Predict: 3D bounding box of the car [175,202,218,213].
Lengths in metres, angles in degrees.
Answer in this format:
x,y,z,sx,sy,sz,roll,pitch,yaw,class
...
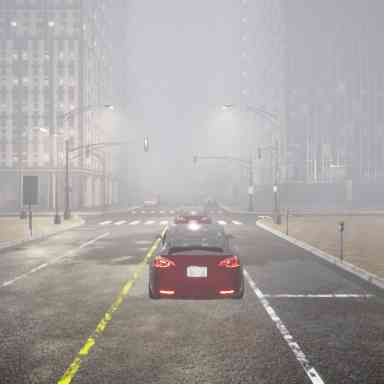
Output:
x,y,z,sx,sy,sz,roll,pitch,yaw,class
0.040,1.497,18.411,2.163,1.488,4.792,0,0,0,car

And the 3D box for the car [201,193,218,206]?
x,y,z,sx,sy,sz,roll,pitch,yaw,class
2.689,1.400,48.177,1.967,1.590,4.097,0,0,0,car

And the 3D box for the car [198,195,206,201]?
x,y,z,sx,sy,sz,roll,pitch,yaw,class
2.465,1.422,82.227,1.887,1.381,4.507,0,0,0,car

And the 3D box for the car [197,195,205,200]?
x,y,z,sx,sy,sz,roll,pitch,yaw,class
2.449,1.410,87.901,2.008,1.369,4.403,0,0,0,car

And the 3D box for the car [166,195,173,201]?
x,y,z,sx,sy,sz,roll,pitch,yaw,class
-5.900,1.438,76.534,1.887,1.381,4.507,0,0,0,car

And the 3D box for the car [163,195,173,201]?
x,y,z,sx,sy,sz,roll,pitch,yaw,class
-5.916,1.428,82.209,2.008,1.369,4.403,0,0,0,car

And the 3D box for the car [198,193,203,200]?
x,y,z,sx,sy,sz,roll,pitch,yaw,class
2.498,1.223,70.877,2.192,1.841,5.009,0,0,0,car

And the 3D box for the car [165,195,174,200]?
x,y,z,sx,sy,sz,roll,pitch,yaw,class
-5.931,1.410,87.885,2.008,1.369,4.403,0,0,0,car

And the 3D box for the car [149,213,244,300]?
x,y,z,sx,sy,sz,roll,pitch,yaw,class
0.075,1.502,8.416,2.163,1.488,4.792,0,0,0,car

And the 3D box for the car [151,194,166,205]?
x,y,z,sx,sy,sz,roll,pitch,yaw,class
-5.936,1.264,53.832,2.192,1.841,5.009,0,0,0,car

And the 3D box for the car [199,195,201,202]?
x,y,z,sx,sy,sz,roll,pitch,yaw,class
2.642,1.499,53.855,2.008,1.369,4.403,0,0,0,car

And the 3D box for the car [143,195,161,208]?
x,y,z,sx,sy,sz,roll,pitch,yaw,class
-5.950,1.485,47.984,1.752,1.417,4.829,0,0,0,car
